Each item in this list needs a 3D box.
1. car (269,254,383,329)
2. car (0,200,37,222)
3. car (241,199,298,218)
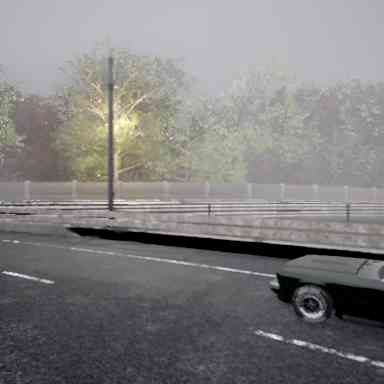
[{"bbox_3d":[3.758,1.576,5.407,4.718,1.301,1.895,0,0,35],"label":"car"},{"bbox_3d":[-13.658,1.348,24.358,4.902,1.511,2.128,0,0,-5],"label":"car"},{"bbox_3d":[6.595,1.382,28.257,4.902,1.511,2.128,0,0,-14],"label":"car"}]
